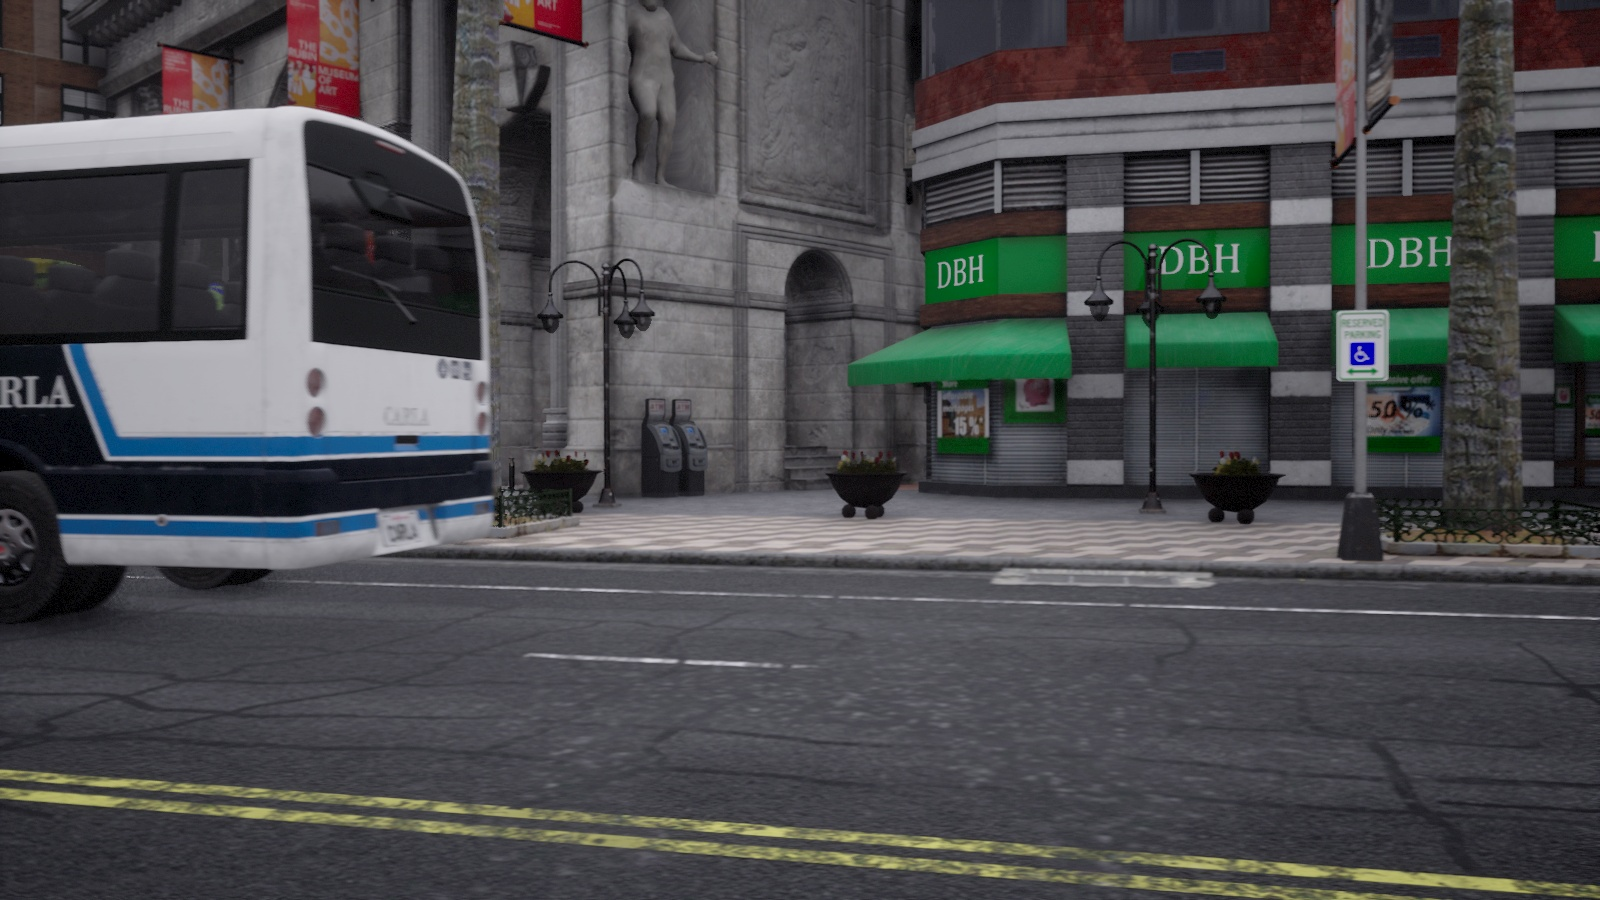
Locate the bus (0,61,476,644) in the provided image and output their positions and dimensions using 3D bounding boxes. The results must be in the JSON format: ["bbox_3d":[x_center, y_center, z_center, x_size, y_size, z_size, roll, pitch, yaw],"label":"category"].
[{"bbox_3d":[-8.809,-0.773,12.309,10.273,4.253,3.944,0,1,14],"label":"bus"}]
